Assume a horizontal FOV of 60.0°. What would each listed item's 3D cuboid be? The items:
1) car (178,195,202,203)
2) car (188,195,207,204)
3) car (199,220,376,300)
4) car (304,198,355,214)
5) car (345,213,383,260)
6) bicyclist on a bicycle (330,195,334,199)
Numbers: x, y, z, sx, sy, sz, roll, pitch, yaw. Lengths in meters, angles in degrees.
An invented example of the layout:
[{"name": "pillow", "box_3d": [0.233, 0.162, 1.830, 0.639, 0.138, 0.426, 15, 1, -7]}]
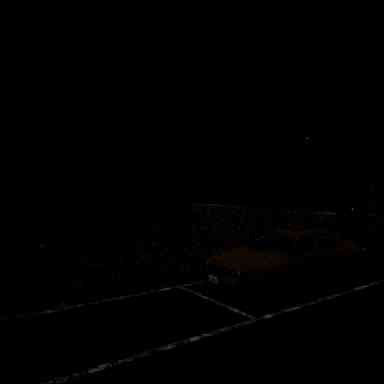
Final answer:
[{"name": "car", "box_3d": [-0.376, 1.196, 58.003, 1.895, 1.301, 4.718, 1, 0, -34]}, {"name": "car", "box_3d": [0.234, 1.216, 51.568, 1.895, 1.301, 4.718, 1, 0, -34]}, {"name": "car", "box_3d": [2.432, 1.527, 8.389, 4.829, 1.417, 1.752, 0, 1, -35]}, {"name": "car", "box_3d": [13.311, 1.318, 32.414, 2.128, 1.511, 4.902, 1, 0, -34]}, {"name": "car", "box_3d": [7.196, 1.547, 11.688, 4.507, 1.381, 1.887, 0, 1, -35]}, {"name": "bicyclist on a bicycle", "box_3d": [16.404, 1.159, 38.940, 1.656, 1.620, 0.582, 0, 0, -34]}]
